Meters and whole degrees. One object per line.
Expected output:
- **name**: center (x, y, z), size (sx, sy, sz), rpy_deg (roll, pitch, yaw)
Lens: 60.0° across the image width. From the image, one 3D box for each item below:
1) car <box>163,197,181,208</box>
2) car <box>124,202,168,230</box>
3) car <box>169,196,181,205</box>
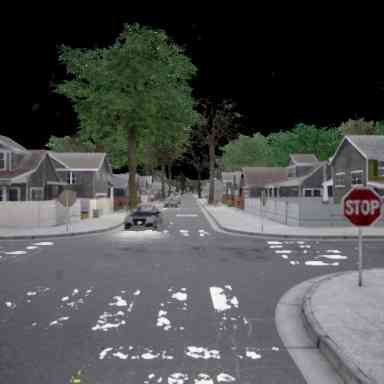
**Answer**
- **car**: center (-2.971, 1.519, 47.836), size (1.837, 1.490, 4.892), rpy_deg (0, 0, 0)
- **car**: center (-2.954, 1.566, 21.165), size (1.994, 1.385, 4.181), rpy_deg (0, 0, 2)
- **car**: center (-3.032, 1.524, 60.913), size (1.994, 1.385, 4.181), rpy_deg (0, 0, 0)
